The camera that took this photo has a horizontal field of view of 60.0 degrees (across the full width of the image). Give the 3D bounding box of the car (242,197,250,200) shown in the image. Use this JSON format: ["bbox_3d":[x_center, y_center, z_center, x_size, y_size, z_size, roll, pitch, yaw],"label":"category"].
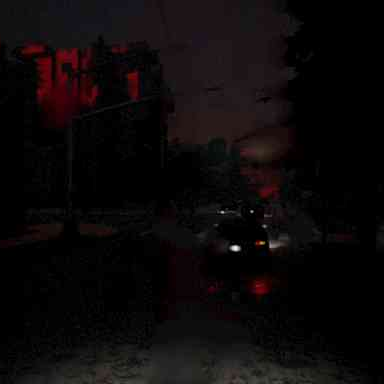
[{"bbox_3d":[9.980,1.718,62.915,1.837,1.490,4.892,0,-1,14],"label":"car"}]

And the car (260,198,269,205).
[{"bbox_3d":[13.813,1.774,63.787,2.033,1.411,5.357,0,0,14],"label":"car"}]

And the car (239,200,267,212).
[{"bbox_3d":[5.647,1.685,30.760,1.994,1.385,4.181,0,0,13],"label":"car"}]

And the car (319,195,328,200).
[{"bbox_3d":[34.586,1.723,89.029,1.845,1.501,3.633,0,0,15],"label":"car"}]

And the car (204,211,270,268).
[{"bbox_3d":[1.643,1.596,11.535,1.994,1.385,4.181,0,0,12],"label":"car"}]

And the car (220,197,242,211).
[{"bbox_3d":[4.915,1.698,43.216,2.033,1.411,5.357,0,0,14],"label":"car"}]
